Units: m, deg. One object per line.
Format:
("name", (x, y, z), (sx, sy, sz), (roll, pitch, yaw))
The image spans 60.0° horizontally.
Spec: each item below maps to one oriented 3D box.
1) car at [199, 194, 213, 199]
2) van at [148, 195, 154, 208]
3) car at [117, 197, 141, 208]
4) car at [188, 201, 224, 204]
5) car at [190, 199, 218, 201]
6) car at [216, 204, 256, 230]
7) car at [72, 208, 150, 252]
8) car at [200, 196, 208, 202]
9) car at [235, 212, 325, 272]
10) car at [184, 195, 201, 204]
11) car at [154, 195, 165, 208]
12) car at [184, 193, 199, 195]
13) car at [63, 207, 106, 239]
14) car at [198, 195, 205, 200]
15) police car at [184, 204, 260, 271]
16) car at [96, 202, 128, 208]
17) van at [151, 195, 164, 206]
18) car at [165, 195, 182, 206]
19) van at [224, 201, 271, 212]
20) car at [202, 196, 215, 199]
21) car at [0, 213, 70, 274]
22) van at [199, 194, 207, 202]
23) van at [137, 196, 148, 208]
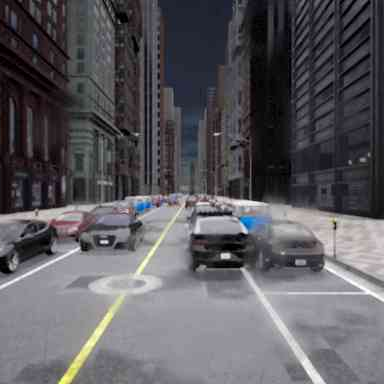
("car", (2.747, 1.375, 55.715), (2.192, 1.841, 5.009), (0, 0, 0))
("van", (-5.774, 1.376, 38.789), (1.690, 1.788, 3.998), (0, 0, 0))
("car", (-5.771, 1.461, 27.516), (1.967, 1.590, 4.097), (0, 0, 0))
("car", (0.833, 1.520, 21.010), (1.837, 1.490, 4.892), (0, 0, 0))
("car", (0.894, 1.546, 27.010), (1.812, 1.442, 4.674), (0, 0, 0))
("car", (2.755, 1.566, 21.898), (2.008, 1.369, 4.403), (0, 0, 0))
("car", (-3.103, 1.572, 13.743), (1.994, 1.385, 4.181), (0, 0, 0))
("car", (2.742, 1.629, 78.430), (1.752, 1.417, 4.829), (0, 0, 0))
("car", (2.758, 1.557, 10.625), (2.008, 1.369, 4.403), (0, 0, 0))
("car", (-0.004, 1.526, 48.035), (1.882, 1.535, 5.008), (0, 0, 0))
("car", (-5.777, 1.366, 50.062), (2.192, 1.841, 5.009), (0, 0, 0))
("car", (-0.014, 1.423, 62.055), (2.097, 1.767, 4.553), (0, 0, 0))
("car", (-5.768, 1.592, 16.243), (1.802, 1.307, 4.206), (0, 0, 0))
("car", (2.738, 1.580, 95.169), (1.967, 1.590, 4.097), (0, 0, 0))
("police car", (0.773, 1.433, 11.093), (1.930, 1.638, 5.238), (0, 0, -2))
("car", (-5.769, 1.581, 21.879), (1.947, 1.339, 4.313), (0, 0, 0))
("van", (-5.778, 1.401, 55.698), (1.690, 1.788, 3.998), (0, 0, 0))
("car", (-3.086, 1.661, 55.804), (1.895, 1.301, 4.718), (0, 0, 0))
("van", (2.757, 1.351, 16.261), (1.690, 1.788, 3.998), (0, 0, 0))
("car", (2.750, 1.588, 44.442), (1.887, 1.381, 4.507), (0, 0, 0))
("car", (-5.767, 1.571, 10.606), (1.947, 1.339, 4.313), (0, 0, 0))
("van", (2.740, 1.456, 83.896), (1.690, 1.788, 3.998), (0, 0, 0))
("van", (-5.773, 1.369, 33.153), (1.690, 1.788, 3.998), (0, 0, 0))
